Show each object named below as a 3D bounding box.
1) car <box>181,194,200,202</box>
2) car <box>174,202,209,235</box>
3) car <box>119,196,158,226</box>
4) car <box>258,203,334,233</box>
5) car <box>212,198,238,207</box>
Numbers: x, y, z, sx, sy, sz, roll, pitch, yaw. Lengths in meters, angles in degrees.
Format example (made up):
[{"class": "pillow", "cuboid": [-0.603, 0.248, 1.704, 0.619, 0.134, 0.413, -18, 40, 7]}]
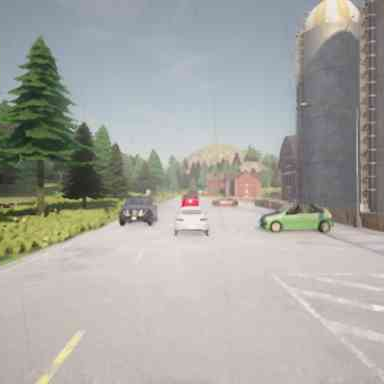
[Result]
[{"class": "car", "cuboid": [-0.210, 1.230, 41.155, 2.150, 2.045, 5.566, 0, -1, 0]}, {"class": "car", "cuboid": [-0.031, 1.532, 18.767, 1.812, 1.442, 4.674, 0, 0, 0]}, {"class": "car", "cuboid": [-3.672, 1.295, 23.707, 2.150, 2.045, 5.566, 0, 0, 0]}, {"class": "car", "cuboid": [5.906, 1.479, 19.204, 3.988, 1.617, 1.851, 0, 0, -1]}, {"class": "car", "cuboid": [5.172, 1.557, 52.208, 4.181, 1.381, 1.994, 0, 0, -1]}]
